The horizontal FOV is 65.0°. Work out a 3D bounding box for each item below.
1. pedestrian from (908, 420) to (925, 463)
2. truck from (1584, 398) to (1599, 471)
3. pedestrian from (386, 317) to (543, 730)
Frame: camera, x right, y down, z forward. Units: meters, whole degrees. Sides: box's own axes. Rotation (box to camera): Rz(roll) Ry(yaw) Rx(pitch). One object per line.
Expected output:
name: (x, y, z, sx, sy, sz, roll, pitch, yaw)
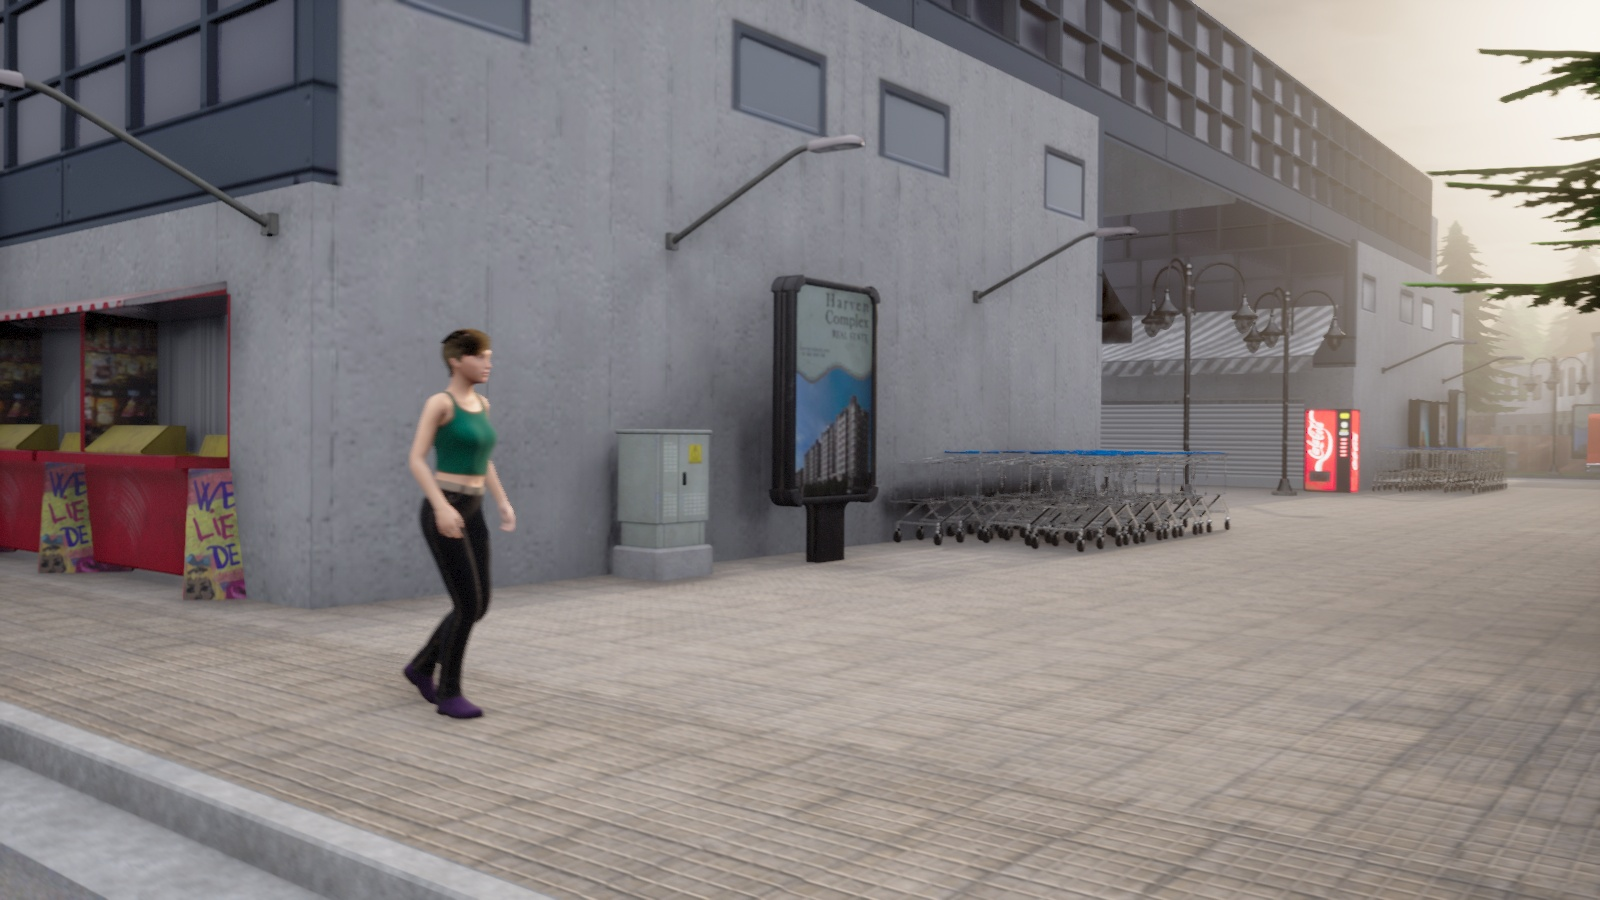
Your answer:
pedestrian: (5.295, -0.384, 57.063, 0.692, 1.930, 0.395, 0, 1, 40)
truck: (29.367, -0.539, 41.860, 5.204, 2.467, 2.627, 0, 1, 39)
pedestrian: (-1.555, 0.328, 5.841, 0.594, 1.836, 0.345, 0, 1, 18)
